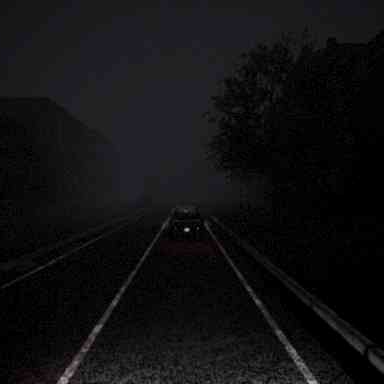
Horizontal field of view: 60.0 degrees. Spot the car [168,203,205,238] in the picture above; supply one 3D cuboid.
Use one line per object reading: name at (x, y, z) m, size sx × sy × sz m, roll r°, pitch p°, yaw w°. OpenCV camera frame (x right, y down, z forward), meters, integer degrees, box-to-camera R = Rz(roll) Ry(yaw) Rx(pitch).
car at (-0.291, 1.627, 18.563) m, size 2.128 × 1.511 × 4.902 m, roll 0°, pitch 0°, yaw -1°
